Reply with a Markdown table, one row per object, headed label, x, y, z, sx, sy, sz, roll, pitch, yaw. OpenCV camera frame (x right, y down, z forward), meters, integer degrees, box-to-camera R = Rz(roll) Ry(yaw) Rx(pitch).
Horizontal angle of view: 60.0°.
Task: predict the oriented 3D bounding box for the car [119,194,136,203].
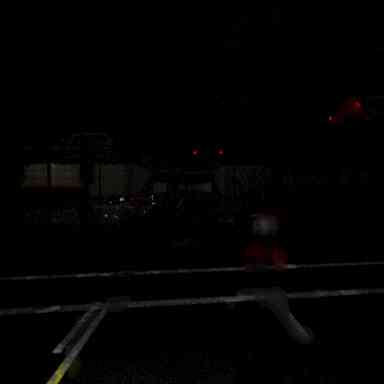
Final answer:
| label | x | y | z | sx | sy | sz | roll | pitch | yaw |
| --- | --- | --- | --- | --- | --- | --- | --- | --- | --- |
| car | -10.604 | 1.007 | 54.872 | 1.994 | 1.385 | 4.181 | 0 | 1 | 0 |

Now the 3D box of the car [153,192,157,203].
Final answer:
| label | x | y | z | sx | sy | sz | roll | pitch | yaw |
| --- | --- | --- | --- | --- | --- | --- | --- | --- | --- |
| car | -7.106 | 0.792 | 54.901 | 2.097 | 1.767 | 4.553 | 0 | 1 | 0 |

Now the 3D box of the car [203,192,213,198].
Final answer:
| label | x | y | z | sx | sy | sz | roll | pitch | yaw |
| --- | --- | --- | --- | --- | --- | --- | --- | --- | --- |
| car | 3.414 | 0.661 | 71.940 | 1.994 | 1.385 | 4.181 | 0 | 1 | 0 |

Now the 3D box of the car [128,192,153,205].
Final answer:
| label | x | y | z | sx | sy | sz | roll | pitch | yaw |
| --- | --- | --- | --- | --- | --- | --- | --- | --- | --- |
| car | -7.093 | 0.902 | 46.059 | 2.097 | 1.767 | 4.553 | 0 | 1 | 0 |

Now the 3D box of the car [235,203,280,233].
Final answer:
| label | x | y | z | sx | sy | sz | roll | pitch | yaw |
| --- | --- | --- | --- | --- | --- | --- | --- | --- | --- |
| car | 3.579 | 1.362 | 18.827 | 2.128 | 1.511 | 4.902 | 0 | 1 | 0 |

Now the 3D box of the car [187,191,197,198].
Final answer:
| label | x | y | z | sx | sy | sz | roll | pitch | yaw |
| --- | --- | --- | --- | --- | --- | --- | --- | --- | --- |
| car | -0.086 | 0.611 | 71.935 | 1.837 | 1.490 | 4.892 | 0 | 1 | 0 |

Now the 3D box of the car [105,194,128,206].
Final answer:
| label | x | y | z | sx | sy | sz | roll | pitch | yaw |
| --- | --- | --- | --- | --- | --- | --- | --- | --- | --- |
| car | -10.588 | 1.059 | 45.966 | 1.837 | 1.490 | 4.892 | 0 | 1 | 0 |
